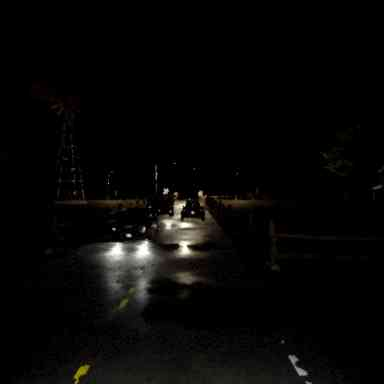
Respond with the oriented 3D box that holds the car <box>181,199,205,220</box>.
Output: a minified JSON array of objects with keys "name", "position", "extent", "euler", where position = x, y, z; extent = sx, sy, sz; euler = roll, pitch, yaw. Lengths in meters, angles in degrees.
[{"name":"car","position":[0.071,1.579,28.039],"extent":[1.994,1.385,4.181],"euler":[0,0,0]}]

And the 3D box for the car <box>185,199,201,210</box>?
[{"name":"car","position":[0.083,1.586,43.436],"extent":[1.994,1.385,4.181],"euler":[0,0,0]}]

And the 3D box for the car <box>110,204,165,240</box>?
[{"name":"car","position":[-2.804,1.557,17.478],"extent":[2.033,1.411,5.357],"euler":[0,0,0]}]

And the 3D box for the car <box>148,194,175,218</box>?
[{"name":"car","position":[-2.780,1.238,31.194],"extent":[2.150,2.045,5.566],"euler":[0,0,0]}]
